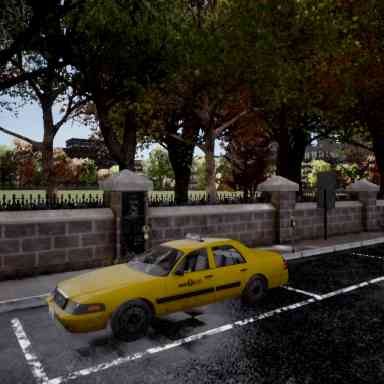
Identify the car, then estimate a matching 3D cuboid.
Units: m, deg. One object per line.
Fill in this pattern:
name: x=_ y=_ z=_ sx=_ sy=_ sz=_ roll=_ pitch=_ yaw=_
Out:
car: x=-0.171 y=1.525 z=6.448 sx=4.829 sy=1.417 sz=1.752 roll=0 pitch=0 yaw=-36
